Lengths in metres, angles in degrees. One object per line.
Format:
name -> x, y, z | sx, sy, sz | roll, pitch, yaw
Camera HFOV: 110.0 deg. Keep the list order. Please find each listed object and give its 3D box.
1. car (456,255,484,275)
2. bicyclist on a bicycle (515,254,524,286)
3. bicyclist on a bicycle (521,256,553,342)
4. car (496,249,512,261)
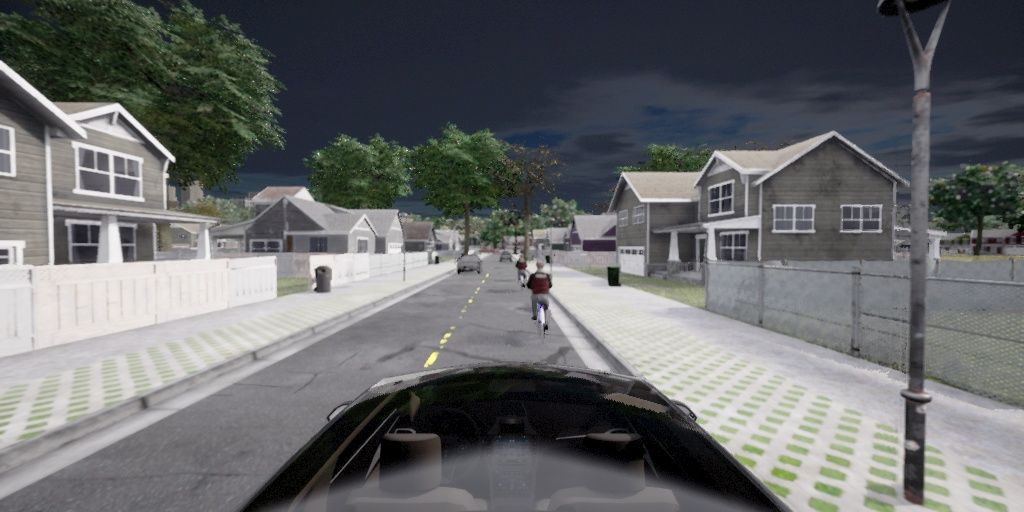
car -> -3.383, 0.678, 29.288 | 1.837, 1.490, 4.892 | 0, 1, -1
bicyclist on a bicycle -> 0.456, 0.792, 17.307 | 0.659, 1.776, 1.843 | 0, 1, -1
bicyclist on a bicycle -> 0.631, 0.981, 8.310 | 0.659, 1.776, 1.843 | 0, 1, -1
car -> -0.985, 0.072, 57.619 | 2.128, 1.511, 4.902 | 0, 1, -1
